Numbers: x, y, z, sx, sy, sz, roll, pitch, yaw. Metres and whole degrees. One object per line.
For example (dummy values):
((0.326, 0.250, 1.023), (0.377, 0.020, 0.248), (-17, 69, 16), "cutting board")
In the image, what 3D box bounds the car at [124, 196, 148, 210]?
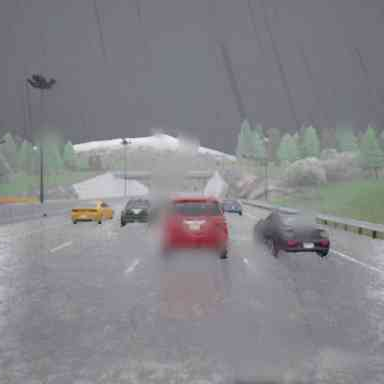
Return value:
((-6.907, 1.337, 41.453), (2.128, 1.511, 4.902), (0, 0, 0), "car")

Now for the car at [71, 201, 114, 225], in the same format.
((-6.903, 1.390, 23.569), (1.882, 1.535, 5.008), (0, 0, 0), "car")

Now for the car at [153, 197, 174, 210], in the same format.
((-3.406, 1.341, 40.455), (2.128, 1.511, 4.902), (0, 0, 0), "car")

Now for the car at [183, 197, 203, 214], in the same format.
((0.095, 1.351, 34.221), (1.882, 1.535, 5.008), (0, 0, 0), "car")

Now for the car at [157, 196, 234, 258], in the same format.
((0.098, 1.174, 12.715), (2.150, 2.045, 5.566), (0, 0, 0), "car")

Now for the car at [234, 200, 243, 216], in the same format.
((3.595, 1.431, 31.517), (2.033, 1.411, 5.357), (0, 0, 0), "car")

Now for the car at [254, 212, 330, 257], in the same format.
((3.598, 1.479, 12.548), (1.812, 1.442, 4.674), (0, 0, 0), "car")

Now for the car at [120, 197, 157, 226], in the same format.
((-3.403, 1.268, 22.561), (2.097, 1.767, 4.553), (0, 0, 0), "car")
